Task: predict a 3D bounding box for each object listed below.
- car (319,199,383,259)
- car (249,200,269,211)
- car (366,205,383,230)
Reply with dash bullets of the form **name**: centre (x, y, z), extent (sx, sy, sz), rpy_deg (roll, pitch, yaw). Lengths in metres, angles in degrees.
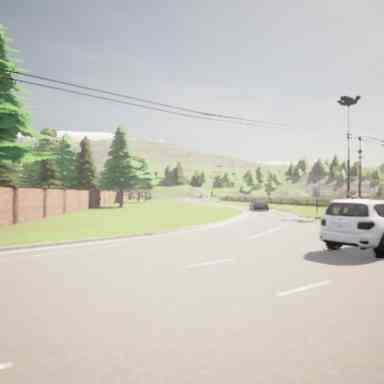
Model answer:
- **car**: centre (7.426, 1.316, 13.337), extent (5.566, 2.045, 2.150), rpy_deg (0, 0, -35)
- **car**: centre (9.085, 1.798, 45.388), extent (1.994, 1.385, 4.181), rpy_deg (0, 0, 0)
- **car**: centre (13.993, 1.660, 22.317), extent (4.902, 1.511, 2.128), rpy_deg (0, 0, -35)
